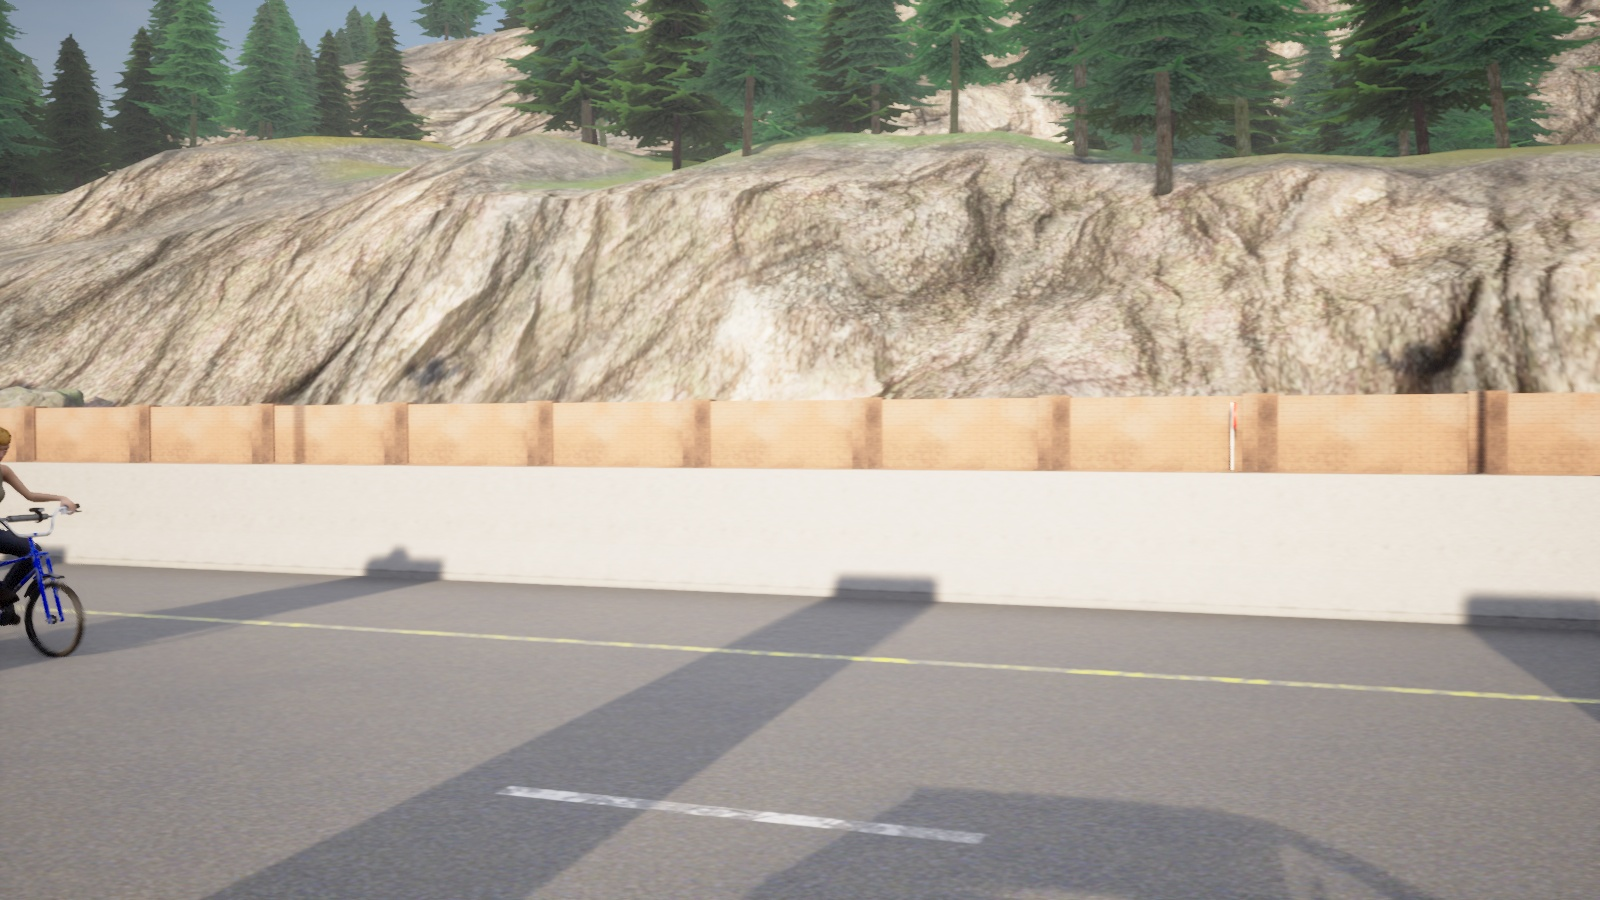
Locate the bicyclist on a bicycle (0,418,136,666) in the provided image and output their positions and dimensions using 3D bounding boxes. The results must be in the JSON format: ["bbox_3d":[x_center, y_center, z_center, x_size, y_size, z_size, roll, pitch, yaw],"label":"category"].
[{"bbox_3d":[-5.605,0.588,8.821,1.509,1.612,0.866,1,1,20],"label":"bicyclist on a bicycle"}]
